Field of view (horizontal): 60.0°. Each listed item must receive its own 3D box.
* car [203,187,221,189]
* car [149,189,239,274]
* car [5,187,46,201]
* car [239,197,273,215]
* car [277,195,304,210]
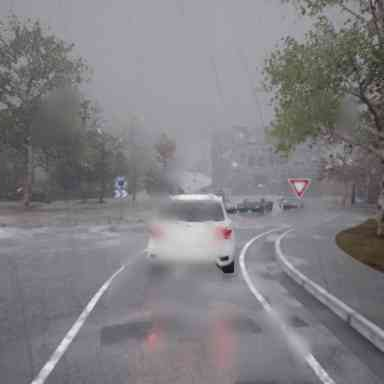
[{"bbox_3d":[2.215,0.267,50.643,5.566,2.045,2.150,1,1,40],"label":"car"},{"bbox_3d":[0.174,1.074,10.263,2.150,2.045,5.566,0,1,5],"label":"car"},{"bbox_3d":[-25.189,0.248,50.531,5.566,2.045,2.150,0,1,-40],"label":"car"},{"bbox_3d":[5.309,1.101,27.250,1.895,1.301,4.718,1,1,25],"label":"car"},{"bbox_3d":[9.436,0.949,31.991,1.994,1.385,4.181,0,1,8],"label":"car"}]
